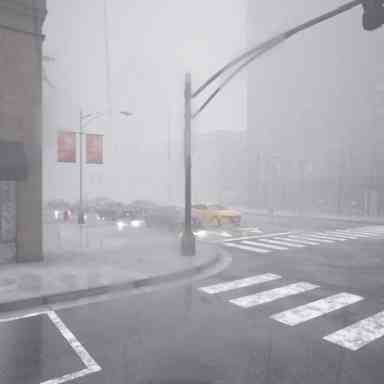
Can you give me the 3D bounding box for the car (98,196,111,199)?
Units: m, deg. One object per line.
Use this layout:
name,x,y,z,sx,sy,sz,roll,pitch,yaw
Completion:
car,-10.251,1.294,38.529,2.097,1.767,4.553,0,0,-36

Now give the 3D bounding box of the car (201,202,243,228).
car,1.284,1.450,22.504,1.882,1.535,5.008,0,0,-35

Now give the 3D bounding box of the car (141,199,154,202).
car,-4.264,1.463,30.203,1.837,1.490,4.892,0,0,-36

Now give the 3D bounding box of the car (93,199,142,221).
car,-6.144,1.528,27.241,1.994,1.385,4.181,0,0,-37

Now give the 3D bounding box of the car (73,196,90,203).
car,-22.041,1.450,66.332,1.994,1.385,4.181,0,0,-36

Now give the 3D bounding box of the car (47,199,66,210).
car,-17.055,1.537,42.459,1.895,1.301,4.718,0,0,-35

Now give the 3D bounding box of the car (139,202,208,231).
car,-1.224,1.541,20.424,1.994,1.385,4.181,0,0,-36

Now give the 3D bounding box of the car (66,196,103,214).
car,-11.069,1.477,34.108,1.812,1.442,4.674,0,0,-36
